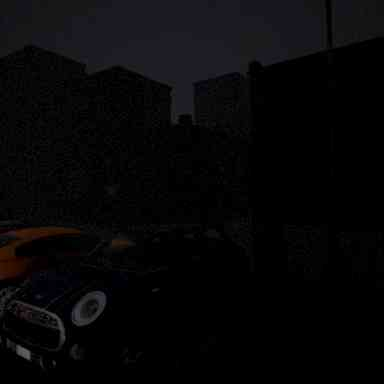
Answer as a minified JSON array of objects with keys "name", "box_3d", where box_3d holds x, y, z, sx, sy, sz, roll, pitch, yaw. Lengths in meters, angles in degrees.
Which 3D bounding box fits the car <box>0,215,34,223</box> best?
[{"name":"car","box_3d":[-5.320,1.564,9.155,2.231,1.521,4.892,-1,0,35]}]

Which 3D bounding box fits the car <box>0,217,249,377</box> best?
[{"name":"car","box_3d":[-0.781,1.391,5.949,2.185,1.767,4.553,-1,0,35]}]

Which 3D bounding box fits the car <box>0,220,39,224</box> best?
[{"name":"car","box_3d":[-3.166,1.541,7.605,2.097,1.535,5.008,-1,0,35]}]
